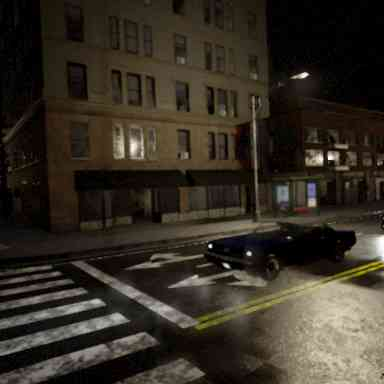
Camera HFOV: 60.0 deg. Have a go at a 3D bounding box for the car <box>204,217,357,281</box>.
[{"bbox_3d":[2.656,1.459,9.587,4.718,1.301,1.895,-2,1,-36],"label":"car"}]

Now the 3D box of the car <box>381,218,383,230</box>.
[{"bbox_3d":[10.469,1.116,15.171,4.181,1.385,1.994,-2,1,-35],"label":"car"}]
